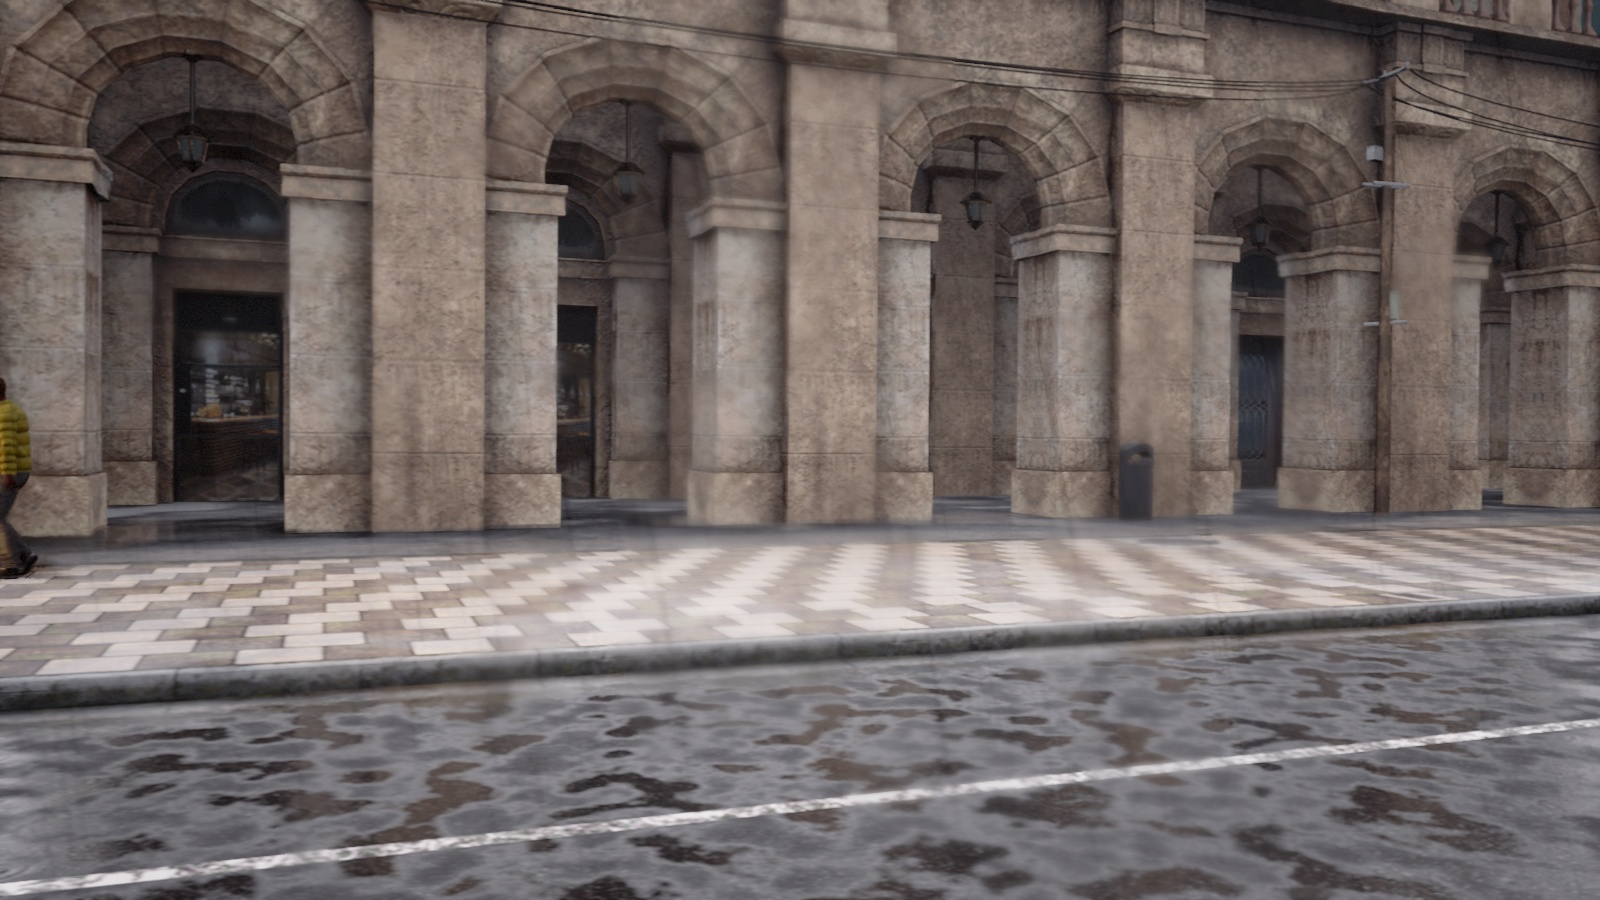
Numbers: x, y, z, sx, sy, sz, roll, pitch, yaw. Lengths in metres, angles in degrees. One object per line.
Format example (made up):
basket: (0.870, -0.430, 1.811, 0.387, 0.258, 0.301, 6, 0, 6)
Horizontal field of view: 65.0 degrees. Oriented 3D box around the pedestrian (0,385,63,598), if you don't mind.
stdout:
pedestrian: (-6.927, 0.354, 10.977, 0.726, 1.835, 0.370, -1, 1, -15)
